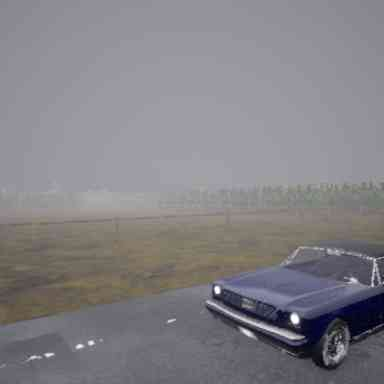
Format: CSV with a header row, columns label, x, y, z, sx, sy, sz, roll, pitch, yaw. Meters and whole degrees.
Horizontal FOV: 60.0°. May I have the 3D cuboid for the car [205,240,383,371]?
label,x,y,z,sx,sy,sz,roll,pitch,yaw
car,2.553,1.605,5.811,4.718,1.301,1.895,0,0,-35
